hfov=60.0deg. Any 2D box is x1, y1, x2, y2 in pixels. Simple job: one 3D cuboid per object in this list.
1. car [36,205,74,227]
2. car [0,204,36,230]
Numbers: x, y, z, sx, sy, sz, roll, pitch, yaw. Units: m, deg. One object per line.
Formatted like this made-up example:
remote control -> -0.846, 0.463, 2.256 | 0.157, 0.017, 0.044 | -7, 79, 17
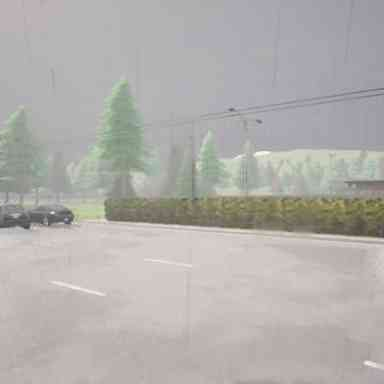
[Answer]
car -> -10.732, 1.708, 24.554 | 4.892, 1.490, 1.837 | -1, 0, 36
car -> -12.469, 1.552, 21.492 | 4.553, 1.767, 2.097 | -1, 0, 36
